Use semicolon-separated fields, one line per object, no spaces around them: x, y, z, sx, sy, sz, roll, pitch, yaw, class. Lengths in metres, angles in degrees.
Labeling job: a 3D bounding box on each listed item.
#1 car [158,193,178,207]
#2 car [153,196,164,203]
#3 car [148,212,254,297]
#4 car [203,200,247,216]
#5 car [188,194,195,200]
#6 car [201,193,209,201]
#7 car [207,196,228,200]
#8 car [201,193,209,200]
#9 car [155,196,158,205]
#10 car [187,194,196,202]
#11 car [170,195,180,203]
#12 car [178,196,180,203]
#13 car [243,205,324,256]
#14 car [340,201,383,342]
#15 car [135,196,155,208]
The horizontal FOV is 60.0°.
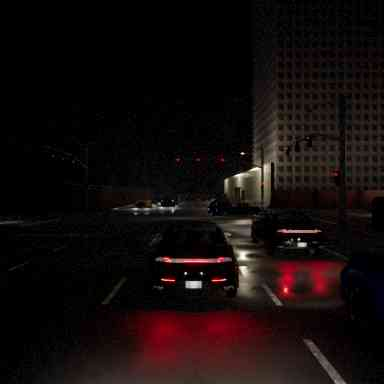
-3.650;1.352;51.436;2.097;1.767;4.553;0;0;0;car
-7.088;1.595;70.605;1.895;1.301;4.718;0;0;0;car
0.046;1.492;8.547;2.128;1.511;4.902;0;0;0;car
3.758;1.631;30.430;4.718;1.301;1.895;0;0;-25;car
-0.111;1.328;89.071;1.837;1.490;4.892;0;0;0;car
3.401;1.492;78.851;1.837;1.490;4.892;0;0;0;car
3.801;1.527;42.478;1.812;1.442;4.674;-1;0;-13;car
3.389;1.183;89.044;2.097;1.767;4.553;0;0;0;car
-7.153;1.478;58.642;1.882;1.535;5.008;0;0;0;car
-0.099;1.347;78.818;2.097;1.767;4.553;0;0;0;car
-3.590;1.478;71.584;1.882;1.535;5.008;0;0;0;car
-3.638;1.223;61.225;2.150;2.045;5.566;0;0;0;car
3.565;1.492;13.165;2.128;1.511;4.902;0;0;0;car
3.596;1.221;3.319;2.150;2.045;5.566;0;0;0;car
-7.153;1.478;49.321;1.882;1.535;5.008;0;0;0;car
